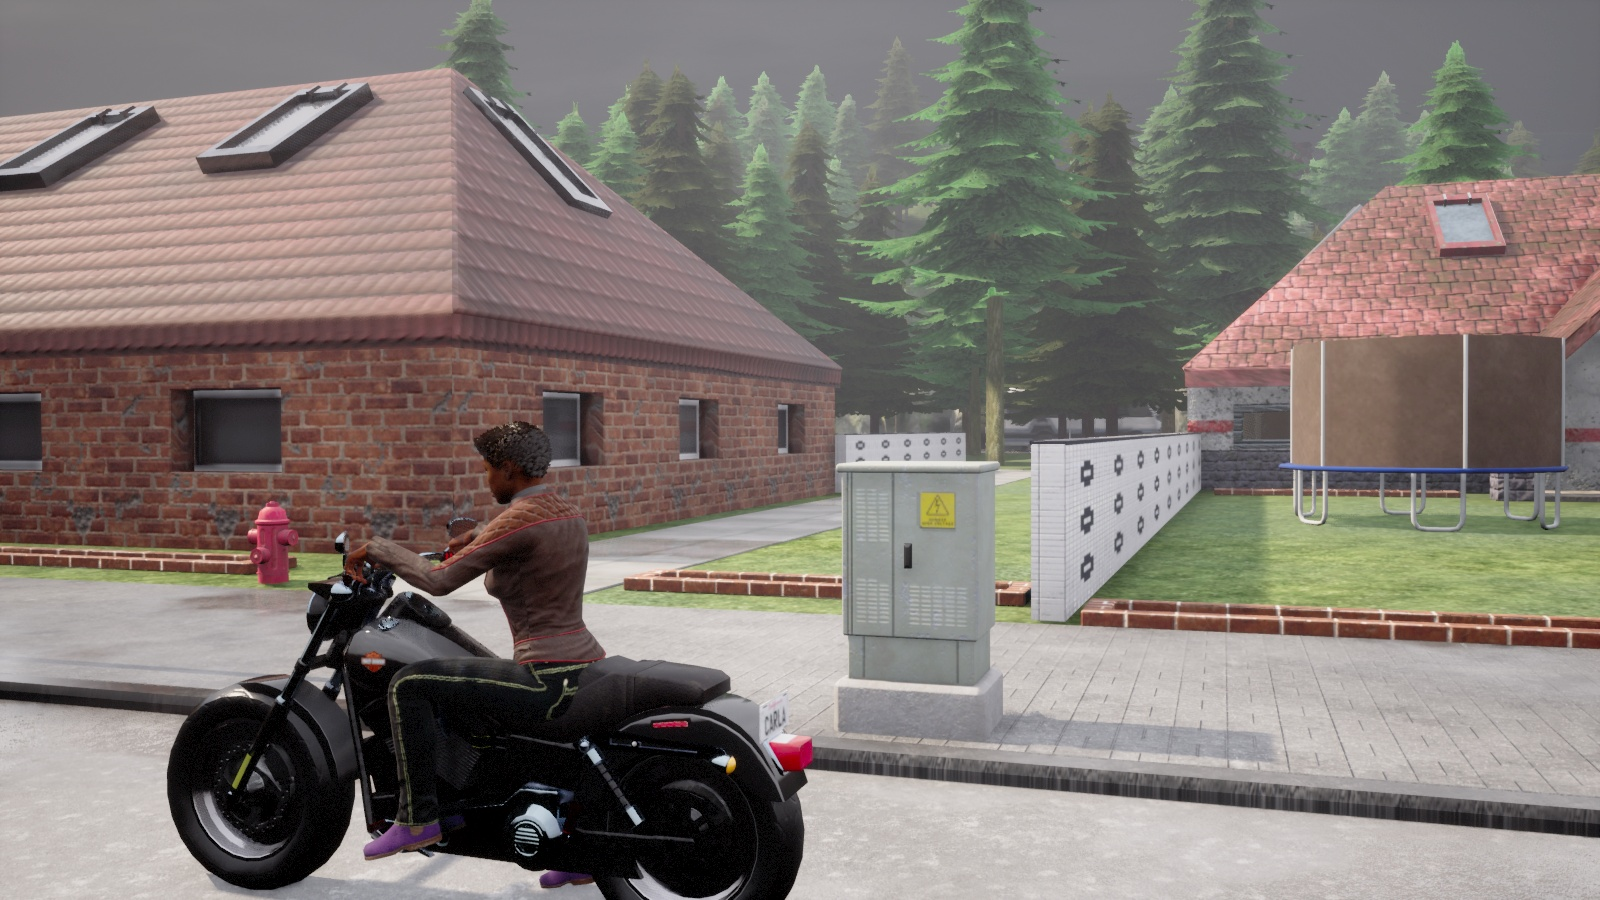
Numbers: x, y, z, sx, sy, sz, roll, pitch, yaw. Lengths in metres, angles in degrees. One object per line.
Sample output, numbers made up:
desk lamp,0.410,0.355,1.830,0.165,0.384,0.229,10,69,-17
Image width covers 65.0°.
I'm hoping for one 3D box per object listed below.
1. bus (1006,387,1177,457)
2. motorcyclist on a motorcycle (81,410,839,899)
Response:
bus,18.562,-1.760,79.928,10.273,4.253,3.944,1,1,19
motorcyclist on a motorcycle,-1.109,0.707,4.093,2.350,1.649,0.766,0,1,19
